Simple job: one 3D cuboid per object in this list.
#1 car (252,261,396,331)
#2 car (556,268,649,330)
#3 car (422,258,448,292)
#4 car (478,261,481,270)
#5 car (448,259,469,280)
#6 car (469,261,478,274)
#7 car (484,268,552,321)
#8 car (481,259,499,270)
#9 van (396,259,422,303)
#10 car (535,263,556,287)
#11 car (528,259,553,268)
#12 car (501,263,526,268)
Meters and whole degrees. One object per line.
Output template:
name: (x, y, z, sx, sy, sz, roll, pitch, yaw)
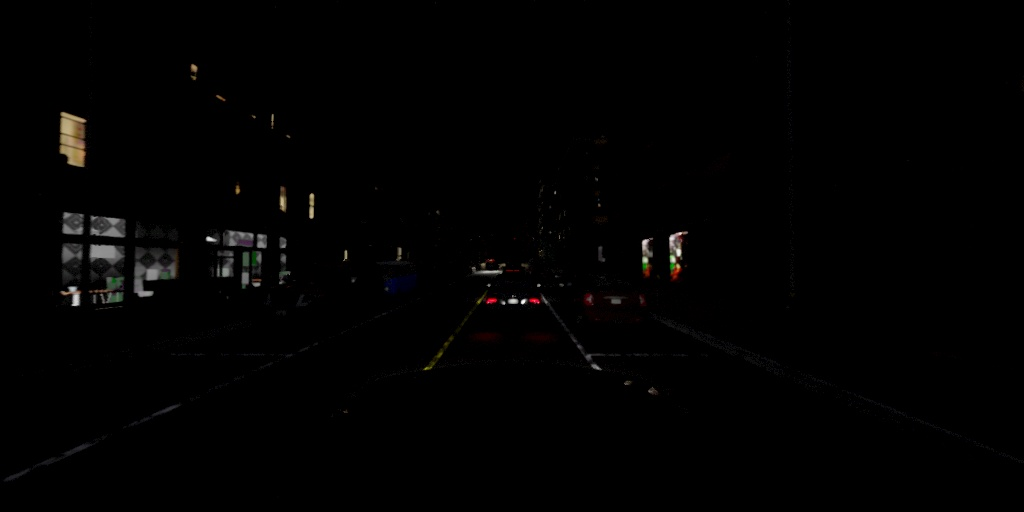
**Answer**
car: (-5.671, 1.093, 11.320, 2.192, 1.841, 5.009, 0, 0, 0)
car: (2.710, 1.218, 11.295, 1.967, 1.591, 4.097, 0, 0, 0)
car: (-5.648, 1.124, 22.134, 2.192, 1.841, 5.009, 0, 0, 0)
car: (-5.581, 1.452, 54.577, 2.007, 1.370, 4.403, 0, 0, 0)
car: (-5.626, 1.155, 32.948, 2.192, 1.841, 5.009, 0, 0, 0)
car: (-5.603, 1.310, 43.763, 1.967, 1.591, 4.097, 0, 0, 0)
car: (0.060, 1.330, 12.599, 2.033, 1.411, 5.357, 0, 0, 1)
car: (-2.964, 1.391, 53.758, 2.128, 1.511, 4.902, 0, 0, 0)
van: (-5.660, 1.135, 16.727, 1.690, 1.789, 3.998, 0, 0, 0)
car: (2.733, 1.361, 22.109, 2.007, 1.370, 4.403, 0, 0, 0)
car: (2.755, 1.155, 32.923, 2.192, 1.841, 5.009, 0, 0, 0)
car: (0.129, 1.343, 31.482, 1.837, 1.490, 4.892, 0, 0, 0)
